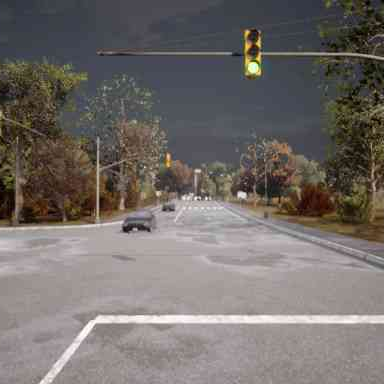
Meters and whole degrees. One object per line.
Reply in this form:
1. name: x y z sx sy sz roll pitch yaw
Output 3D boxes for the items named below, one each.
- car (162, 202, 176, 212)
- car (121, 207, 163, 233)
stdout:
1. car: -3.349 2.164 48.722 2.033 1.411 5.357 0 0 0
2. car: -3.465 1.975 23.020 2.033 1.411 5.357 0 -1 0
